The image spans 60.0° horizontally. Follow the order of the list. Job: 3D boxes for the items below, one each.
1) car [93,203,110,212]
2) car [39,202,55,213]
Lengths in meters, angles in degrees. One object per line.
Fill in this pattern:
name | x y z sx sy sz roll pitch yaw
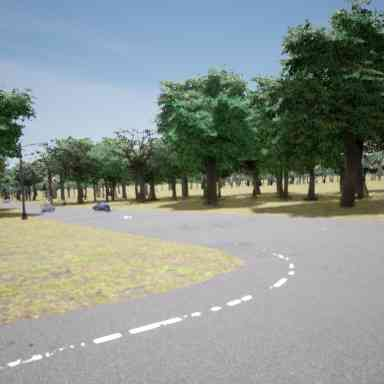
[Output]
car | -15.508 2.579 56.890 1.812 1.442 4.674 -4 1 -36
car | -27.472 3.006 63.298 2.097 1.767 4.553 -4 1 -30
